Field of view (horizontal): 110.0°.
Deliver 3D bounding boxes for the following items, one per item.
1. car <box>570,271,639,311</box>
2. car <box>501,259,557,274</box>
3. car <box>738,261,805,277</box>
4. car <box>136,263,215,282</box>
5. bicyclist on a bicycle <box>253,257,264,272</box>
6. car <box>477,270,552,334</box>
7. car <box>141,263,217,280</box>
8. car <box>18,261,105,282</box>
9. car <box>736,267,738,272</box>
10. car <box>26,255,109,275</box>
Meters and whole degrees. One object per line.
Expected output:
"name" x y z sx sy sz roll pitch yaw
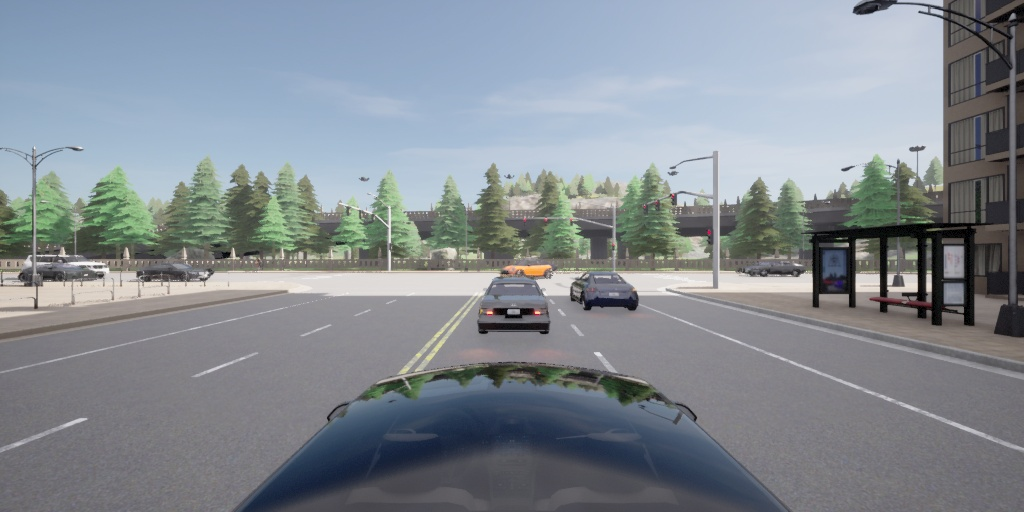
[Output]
"car" 3.579 1.314 14.568 1.994 1.385 4.181 0 0 0
"car" 1.177 1.073 30.256 4.553 1.767 2.097 0 0 -35
"car" 24.528 1.186 33.563 4.902 1.511 2.128 0 0 2
"car" -25.549 1.220 27.112 4.674 1.442 1.812 0 0 -1
"bicyclist on a bicycle" -29.461 0.995 41.659 0.582 1.620 1.656 0 0 1
"car" 0.060 1.297 10.558 2.033 1.411 5.357 0 0 1
"car" -28.362 1.295 30.644 4.718 1.301 1.895 0 0 1
"car" -34.242 1.258 27.136 4.181 1.385 1.994 0 0 0
"car" 26.304 1.242 37.061 5.357 1.411 2.033 0 0 1
"car" -38.078 0.916 30.634 5.566 2.045 2.150 0 0 -1
